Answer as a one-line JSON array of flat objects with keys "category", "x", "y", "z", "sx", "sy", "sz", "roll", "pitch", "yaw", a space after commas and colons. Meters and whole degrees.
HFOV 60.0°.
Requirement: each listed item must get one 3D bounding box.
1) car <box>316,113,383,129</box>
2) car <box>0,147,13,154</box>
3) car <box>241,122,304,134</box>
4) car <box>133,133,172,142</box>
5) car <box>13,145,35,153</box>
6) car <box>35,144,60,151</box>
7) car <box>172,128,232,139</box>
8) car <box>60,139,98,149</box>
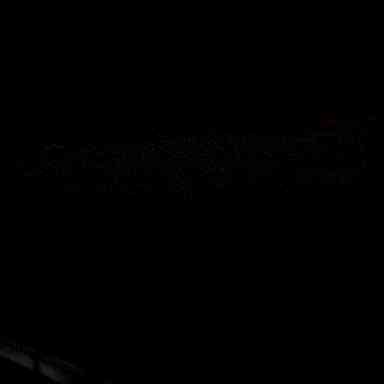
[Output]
[{"category": "car", "x": 10.231, "y": -3.999, "z": 20.273, "sx": 5.008, "sy": 1.535, "sz": 2.097, "roll": 2, "pitch": 2, "yaw": 35}, {"category": "car", "x": -25.222, "y": -5.487, "z": 46.701, "sx": 4.553, "sy": 1.767, "sz": 2.185, "roll": 2, "pitch": 1, "yaw": 37}, {"category": "car", "x": 5.674, "y": -4.156, "z": 23.436, "sx": 4.674, "sy": 1.452, "sz": 2.002, "roll": 2, "pitch": 2, "yaw": 36}, {"category": "car", "x": -3.213, "y": -4.562, "z": 30.020, "sx": 4.892, "sy": 1.521, "sz": 2.231, "roll": 2, "pitch": 1, "yaw": 37}, {"category": "car", "x": -20.825, "y": -5.331, "z": 43.367, "sx": 4.553, "sy": 1.767, "sz": 2.185, "roll": 2, "pitch": 1, "yaw": 37}, {"category": "car", "x": -16.306, "y": -5.001, "z": 39.943, "sx": 4.674, "sy": 1.452, "sz": 2.002, "roll": 2, "pitch": 1, "yaw": 37}, {"category": "car", "x": 1.189, "y": -4.388, "z": 26.694, "sx": 4.892, "sy": 1.521, "sz": 2.231, "roll": 2, "pitch": 2, "yaw": 37}, {"category": "car", "x": -11.926, "y": -5.008, "z": 36.623, "sx": 4.553, "sy": 1.767, "sz": 2.185, "roll": 2, "pitch": 1, "yaw": 37}]
